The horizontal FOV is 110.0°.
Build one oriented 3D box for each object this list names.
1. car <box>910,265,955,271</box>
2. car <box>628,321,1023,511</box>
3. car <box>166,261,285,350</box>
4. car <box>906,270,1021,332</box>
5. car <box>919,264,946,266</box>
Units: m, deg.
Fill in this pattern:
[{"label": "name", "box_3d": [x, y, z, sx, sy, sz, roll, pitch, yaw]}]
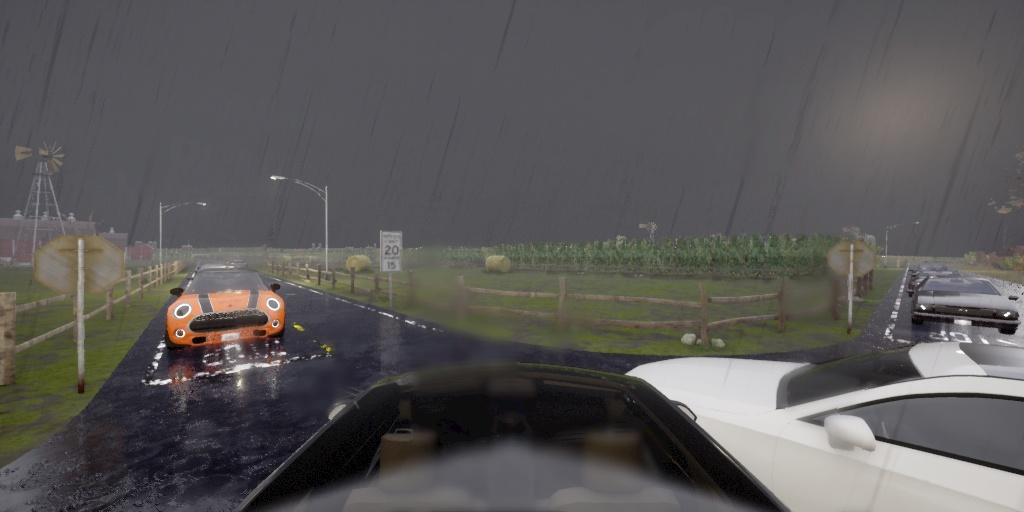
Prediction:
[{"label": "car", "box_3d": [21.121, 1.358, 17.742, 4.181, 1.385, 1.994, 0, 1, -42]}, {"label": "car", "box_3d": [2.868, 1.293, 2.162, 1.812, 1.442, 4.674, 0, 1, -43]}, {"label": "car", "box_3d": [-7.429, 1.135, 9.416, 2.097, 1.767, 4.553, 0, 0, -39]}, {"label": "car", "box_3d": [13.686, 1.331, 11.065, 5.357, 1.411, 2.033, 0, 1, -42]}, {"label": "car", "box_3d": [28.790, 1.300, 24.617, 4.902, 1.511, 2.128, 0, 1, -42]}]
